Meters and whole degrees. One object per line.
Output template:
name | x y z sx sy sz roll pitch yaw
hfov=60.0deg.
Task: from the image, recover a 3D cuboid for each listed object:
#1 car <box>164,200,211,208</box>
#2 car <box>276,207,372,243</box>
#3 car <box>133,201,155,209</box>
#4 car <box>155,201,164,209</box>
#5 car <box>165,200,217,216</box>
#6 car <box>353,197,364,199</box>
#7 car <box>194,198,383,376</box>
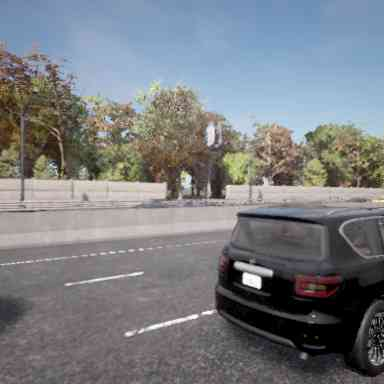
car | 0.620 1.565 25.867 4.892 1.490 1.837 0 0 -35
car | 6.965 1.592 17.254 5.357 1.411 2.033 0 0 -35
car | -4.169 1.643 35.341 4.181 1.385 1.994 0 0 -35
car | -0.560 1.593 29.308 4.674 1.442 1.812 0 0 -35
car | -0.051 1.570 33.969 4.902 1.511 2.128 0 0 -35
car | 29.528 1.695 59.110 4.892 1.490 1.837 0 0 -35
car | 2.959 1.237 5.835 5.566 2.045 2.150 0 0 -35
